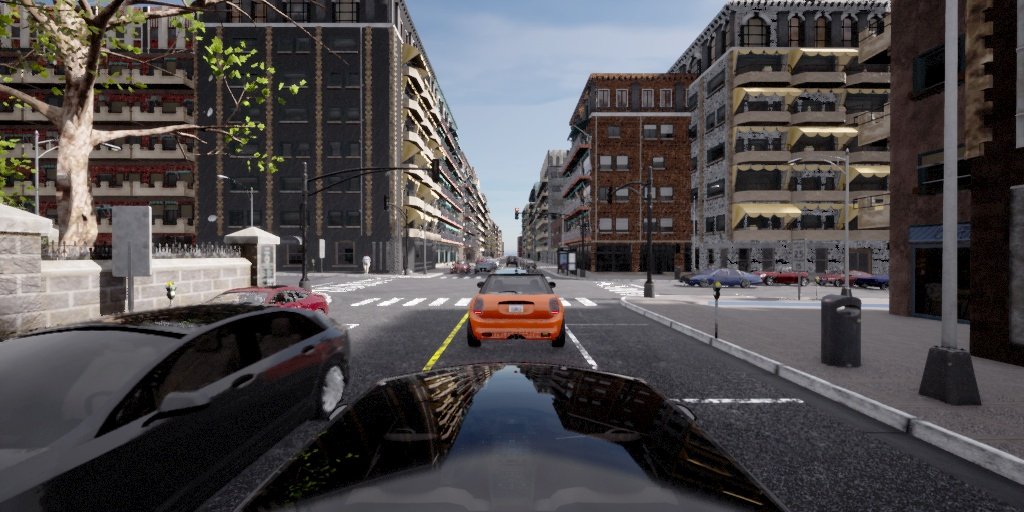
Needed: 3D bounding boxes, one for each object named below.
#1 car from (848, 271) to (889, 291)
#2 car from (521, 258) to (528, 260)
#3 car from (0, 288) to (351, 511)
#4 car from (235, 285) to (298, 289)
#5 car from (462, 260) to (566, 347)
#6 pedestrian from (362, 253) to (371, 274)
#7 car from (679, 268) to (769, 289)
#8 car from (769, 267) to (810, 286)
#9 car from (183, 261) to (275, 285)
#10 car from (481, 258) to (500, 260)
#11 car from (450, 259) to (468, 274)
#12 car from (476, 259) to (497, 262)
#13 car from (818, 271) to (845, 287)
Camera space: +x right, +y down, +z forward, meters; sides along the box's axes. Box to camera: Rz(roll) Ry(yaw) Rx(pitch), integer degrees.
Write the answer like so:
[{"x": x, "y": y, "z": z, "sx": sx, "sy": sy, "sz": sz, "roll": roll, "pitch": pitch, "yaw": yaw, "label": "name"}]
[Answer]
[{"x": 28.180, "y": 1.867, "z": 26.386, "sx": 4.718, "sy": 1.301, "sz": 1.895, "roll": 1, "pitch": 0, "yaw": -1, "label": "car"}, {"x": 2.622, "y": 1.298, "z": 51.668, "sx": 2.007, "sy": 1.370, "sz": 4.403, "roll": 0, "pitch": 0, "yaw": 0, "label": "car"}, {"x": -3.105, "y": 1.256, "z": 3.033, "sx": 1.837, "sy": 1.490, "sz": 4.892, "roll": 0, "pitch": 0, "yaw": 0, "label": "car"}, {"x": -5.697, "y": 1.331, "z": 7.974, "sx": 1.802, "sy": 1.307, "sz": 4.207, "roll": 0, "pitch": 0, "yaw": 0, "label": "car"}, {"x": 0.116, "y": 1.101, "z": 9.484, "sx": 2.097, "sy": 1.767, "sz": 4.553, "roll": 0, "pitch": 0, "yaw": 1, "label": "car"}, {"x": -12.754, "y": 0.651, "z": 31.367, "sx": 0.375, "sy": 1.860, "sz": 0.375, "roll": 0, "pitch": -1, "yaw": -1, "label": "pedestrian"}, {"x": 15.215, "y": 1.584, "z": 26.214, "sx": 5.357, "sy": 1.411, "sz": 2.033, "roll": 1, "pitch": 0, "yaw": -1, "label": "car"}, {"x": 21.343, "y": 1.571, "z": 28.859, "sx": 4.097, "sy": 1.591, "sz": 1.967, "roll": 0, "pitch": 0, "yaw": -1, "label": "car"}, {"x": -17.677, "y": 1.035, "z": 22.569, "sx": 4.181, "sy": 1.385, "sz": 1.994, "roll": 1, "pitch": 0, "yaw": -1, "label": "car"}, {"x": -3.155, "y": 1.312, "z": 49.956, "sx": 1.994, "sy": 1.385, "sz": 4.181, "roll": 0, "pitch": 0, "yaw": 0, "label": "car"}, {"x": -5.743, "y": 1.187, "z": 40.385, "sx": 1.967, "sy": 1.591, "sz": 4.097, "roll": 0, "pitch": 0, "yaw": 0, "label": "car"}, {"x": -3.146, "y": 1.312, "z": 40.982, "sx": 1.994, "sy": 1.385, "sz": 4.181, "roll": 0, "pitch": 0, "yaw": 0, "label": "car"}, {"x": 27.016, "y": 1.813, "z": 28.936, "sx": 4.207, "sy": 1.307, "sz": 1.802, "roll": 0, "pitch": 0, "yaw": -1, "label": "car"}]
